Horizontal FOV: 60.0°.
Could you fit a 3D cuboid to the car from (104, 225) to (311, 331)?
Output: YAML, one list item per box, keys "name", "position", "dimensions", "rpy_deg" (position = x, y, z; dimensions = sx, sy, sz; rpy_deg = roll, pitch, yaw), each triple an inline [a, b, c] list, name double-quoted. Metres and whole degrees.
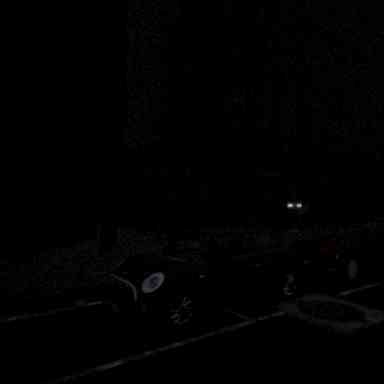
- name: "car"
  position: [0.310, 1.478, 6.876]
  dimensions: [4.097, 1.590, 1.967]
  rpy_deg: [1, -1, -36]

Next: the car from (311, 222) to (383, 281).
- name: "car"
  position: [4.868, 1.633, 10.130]
  dimensions: [4.507, 1.381, 1.887]
  rpy_deg: [1, -1, -36]
